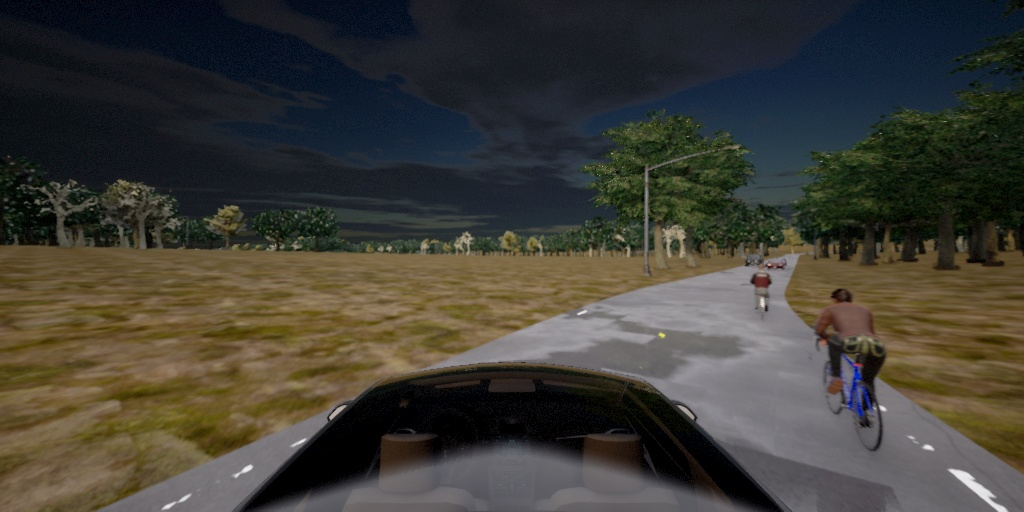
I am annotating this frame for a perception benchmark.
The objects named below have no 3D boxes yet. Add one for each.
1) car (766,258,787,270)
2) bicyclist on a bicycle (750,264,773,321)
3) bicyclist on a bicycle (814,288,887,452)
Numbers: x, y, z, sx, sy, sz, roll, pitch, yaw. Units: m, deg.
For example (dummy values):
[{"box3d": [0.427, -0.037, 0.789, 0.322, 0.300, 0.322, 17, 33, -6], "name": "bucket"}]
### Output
[{"box3d": [36.077, 1.171, 49.044, 1.895, 1.301, 4.718, 0, 1, 39], "name": "car"}, {"box3d": [8.094, 1.153, 11.662, 0.659, 1.776, 1.843, 0, 0, 31], "name": "bicyclist on a bicycle"}, {"box3d": [3.895, 1.209, 4.164, 0.582, 1.620, 1.656, 0, -1, 26], "name": "bicyclist on a bicycle"}]
